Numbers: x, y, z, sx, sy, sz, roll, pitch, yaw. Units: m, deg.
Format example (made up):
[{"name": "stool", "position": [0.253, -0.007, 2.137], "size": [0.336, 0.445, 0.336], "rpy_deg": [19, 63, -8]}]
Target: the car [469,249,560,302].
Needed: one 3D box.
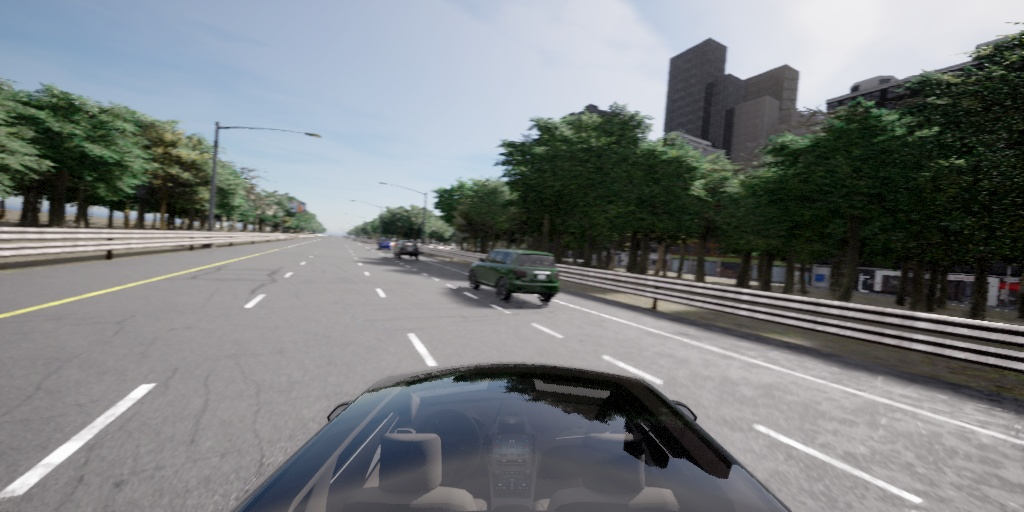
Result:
[{"name": "car", "position": [-0.078, 0.726, 15.623], "size": [2.150, 2.045, 5.566], "rpy_deg": [4, 1, -26]}]

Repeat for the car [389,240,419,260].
[{"name": "car", "position": [-11.798, -0.706, 39.925], "size": [2.150, 2.045, 5.566], "rpy_deg": [4, 1, -26]}]
